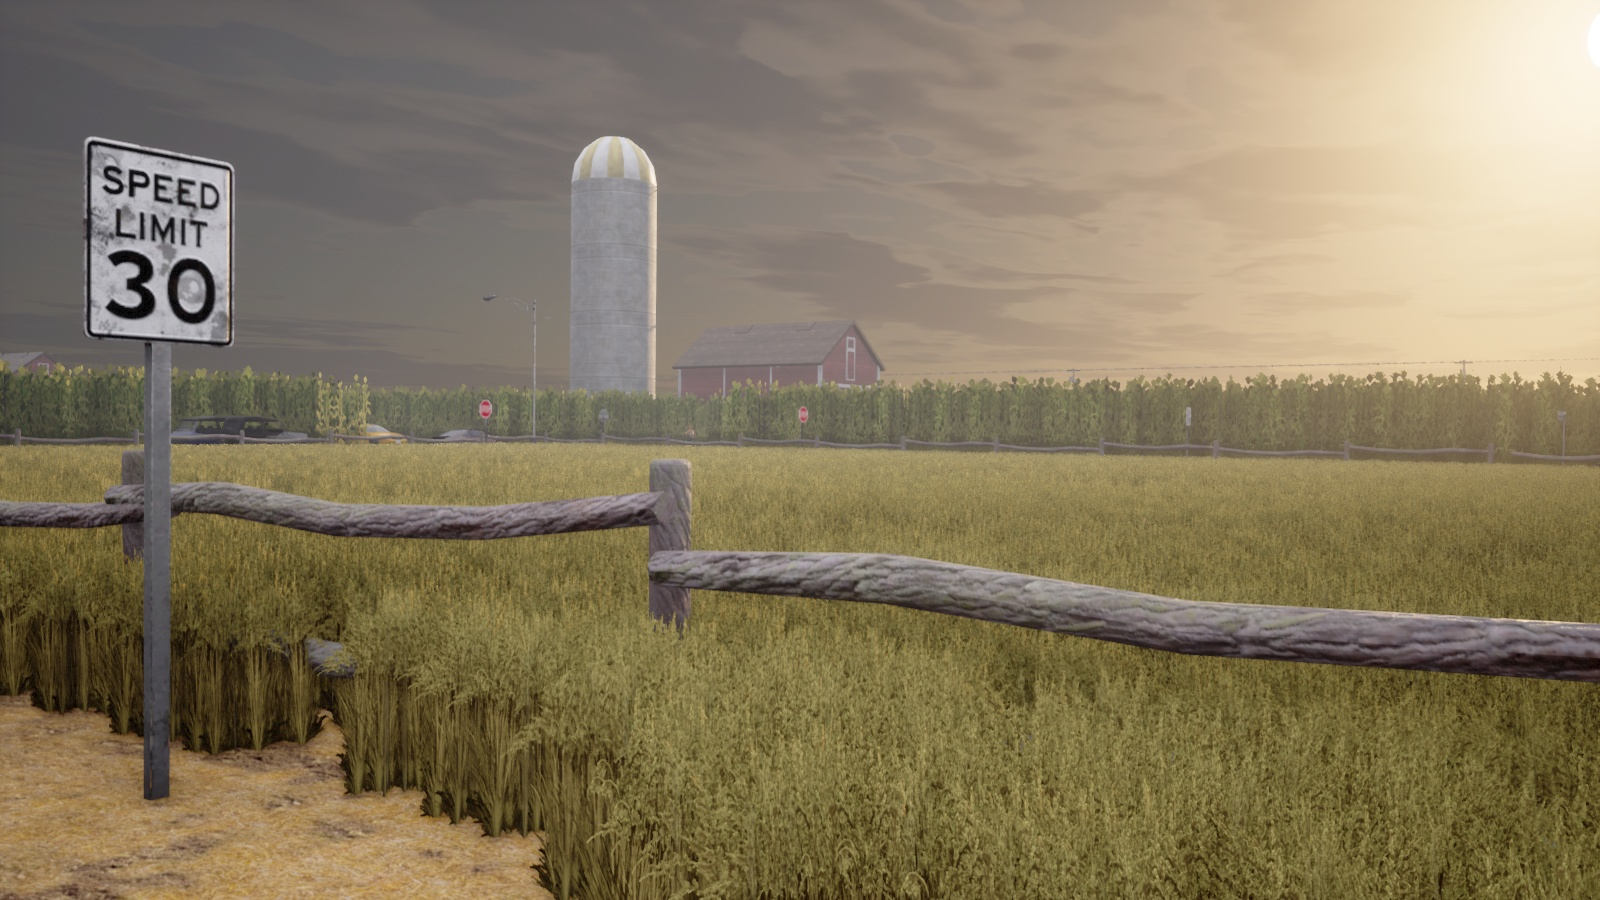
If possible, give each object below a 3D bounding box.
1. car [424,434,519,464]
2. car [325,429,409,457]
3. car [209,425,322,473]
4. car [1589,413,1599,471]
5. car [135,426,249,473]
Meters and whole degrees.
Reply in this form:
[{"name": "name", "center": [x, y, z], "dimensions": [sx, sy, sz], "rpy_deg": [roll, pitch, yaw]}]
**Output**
[{"name": "car", "center": [-15.997, -0.070, 61.367], "dimensions": [1.994, 1.385, 4.181], "rpy_deg": [0, 2, 35]}, {"name": "car", "center": [-25.212, -0.401, 73.114], "dimensions": [5.366, 1.575, 1.801], "rpy_deg": [0, 1, 35]}, {"name": "car", "center": [-22.249, -0.067, 52.389], "dimensions": [1.905, 1.878, 3.866], "rpy_deg": [0, 1, 35]}, {"name": "car", "center": [27.862, -0.276, 40.311], "dimensions": [3.866, 1.878, 1.905], "rpy_deg": [0, 1, 14]}, {"name": "car", "center": [-25.599, -0.038, 53.006], "dimensions": [1.905, 1.878, 3.866], "rpy_deg": [0, 1, 35]}]
